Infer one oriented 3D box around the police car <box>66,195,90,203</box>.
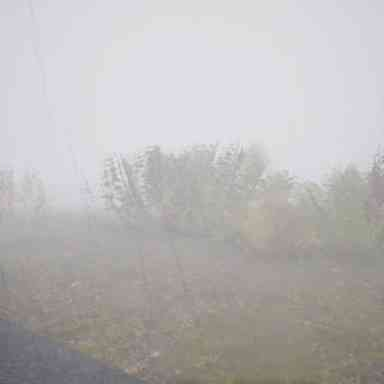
[{"bbox_3d":[-23.938,1.385,70.005,1.930,1.638,5.238,0,0,35],"label":"police car"}]
